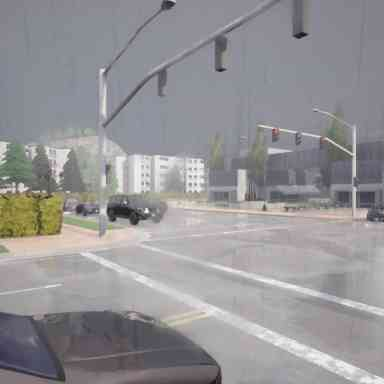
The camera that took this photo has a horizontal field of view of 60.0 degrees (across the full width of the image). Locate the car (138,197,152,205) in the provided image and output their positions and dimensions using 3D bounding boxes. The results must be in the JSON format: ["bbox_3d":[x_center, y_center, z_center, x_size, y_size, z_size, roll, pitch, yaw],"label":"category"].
[{"bbox_3d":[-8.523,1.564,60.668,1.994,1.385,4.181,0,0,-1],"label":"car"}]

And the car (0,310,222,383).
[{"bbox_3d":[-2.271,1.547,2.146,5.357,1.411,2.033,0,0,-35],"label":"car"}]

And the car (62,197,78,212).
[{"bbox_3d":[-14.349,1.526,39.747,1.812,1.442,4.674,0,0,-24],"label":"car"}]

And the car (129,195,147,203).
[{"bbox_3d":[-11.235,1.477,68.959,1.882,1.535,5.008,0,0,14],"label":"car"}]

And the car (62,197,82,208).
[{"bbox_3d":[-17.762,1.492,49.362,2.128,1.511,4.902,0,0,-13],"label":"car"}]

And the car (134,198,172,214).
[{"bbox_3d":[-4.433,1.491,36.654,2.128,1.511,4.902,0,0,-34],"label":"car"}]

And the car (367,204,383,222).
[{"bbox_3d":[15.118,1.351,24.436,4.553,1.767,2.097,0,0,-24],"label":"car"}]

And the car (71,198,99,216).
[{"bbox_3d":[-9.879,1.564,32.172,1.994,1.385,4.181,0,0,-34],"label":"car"}]

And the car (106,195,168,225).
[{"bbox_3d":[-4.344,1.221,24.566,2.150,2.045,5.566,0,0,-39],"label":"car"}]
